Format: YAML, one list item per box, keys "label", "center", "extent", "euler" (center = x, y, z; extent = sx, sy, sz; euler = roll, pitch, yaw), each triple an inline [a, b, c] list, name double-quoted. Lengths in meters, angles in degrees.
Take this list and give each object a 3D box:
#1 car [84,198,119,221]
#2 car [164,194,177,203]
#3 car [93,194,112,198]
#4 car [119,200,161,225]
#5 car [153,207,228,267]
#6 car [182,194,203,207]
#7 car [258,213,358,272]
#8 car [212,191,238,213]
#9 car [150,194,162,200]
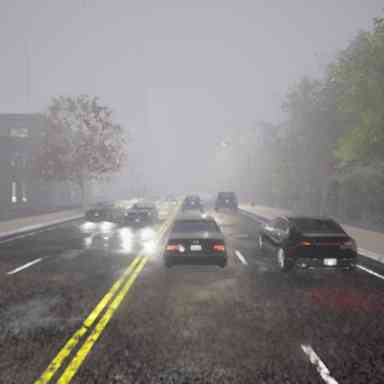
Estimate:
- label: "car"
  center: [-6.614, 1.369, 25.043]
  extent: [1.994, 1.385, 4.181]
  euler: [0, 0, 0]
- label: "car"
  center: [-3.750, 1.079, 58.570]
  extent: [1.812, 1.442, 4.674]
  euler: [0, 0, 0]
- label: "car"
  center: [-20.711, 1.228, 76.972]
  extent: [4.313, 1.339, 1.947]
  euler: [-1, 2, -1]
- label: "car"
  center: [-3.359, 1.424, 22.718]
  extent: [1.895, 1.301, 4.718]
  euler: [0, 0, 0]
- label: "car"
  center: [0.097, 1.461, 11.065]
  extent: [2.033, 1.411, 5.357]
  euler: [0, 0, 0]
- label: "car"
  center: [0.035, 1.090, 33.830]
  extent: [2.097, 1.767, 4.553]
  euler: [0, 0, -1]
- label: "car"
  center: [3.347, 1.423, 10.462]
  extent: [1.837, 1.490, 4.892]
  euler: [0, 0, 0]
- label: "car"
  center: [3.291, 0.959, 33.745]
  extent: [2.150, 2.045, 5.566]
  euler: [0, 0, -1]
- label: "car"
  center: [-7.065, 1.073, 65.418]
  extent: [1.994, 1.385, 4.181]
  euler: [0, 0, -1]
